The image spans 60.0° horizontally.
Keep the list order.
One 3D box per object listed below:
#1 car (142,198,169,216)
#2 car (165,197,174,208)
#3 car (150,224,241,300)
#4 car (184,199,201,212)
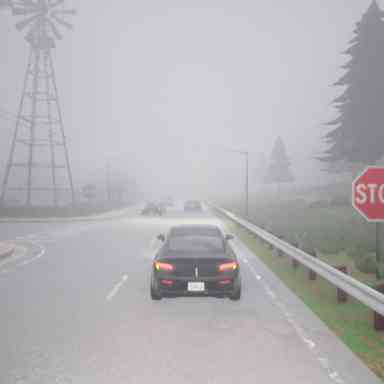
[{"bbox_3d":[-3.650,1.568,32.513,1.895,1.301,4.718,0,0,1],"label":"car"},{"bbox_3d":[-3.541,1.499,48.517,2.033,1.411,5.357,0,0,0],"label":"car"},{"bbox_3d":[0.079,1.517,8.219,1.812,1.442,4.674,0,0,0],"label":"car"},{"bbox_3d":[0.070,1.525,38.710,1.994,1.385,4.181,0,0,0],"label":"car"}]
